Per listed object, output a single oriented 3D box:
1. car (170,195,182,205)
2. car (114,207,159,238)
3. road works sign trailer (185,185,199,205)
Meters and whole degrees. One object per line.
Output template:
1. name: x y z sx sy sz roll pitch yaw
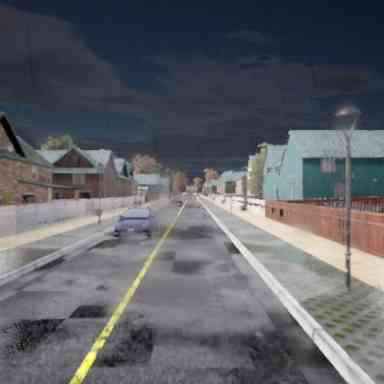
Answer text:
1. car: -2.801 1.343 59.389 2.097 1.767 4.553 0 0 1
2. car: -2.851 1.530 17.857 1.812 1.442 4.674 0 0 0
3. road works sign trailer: -0.005 0.455 59.883 2.380 3.560 2.880 0 0 0
